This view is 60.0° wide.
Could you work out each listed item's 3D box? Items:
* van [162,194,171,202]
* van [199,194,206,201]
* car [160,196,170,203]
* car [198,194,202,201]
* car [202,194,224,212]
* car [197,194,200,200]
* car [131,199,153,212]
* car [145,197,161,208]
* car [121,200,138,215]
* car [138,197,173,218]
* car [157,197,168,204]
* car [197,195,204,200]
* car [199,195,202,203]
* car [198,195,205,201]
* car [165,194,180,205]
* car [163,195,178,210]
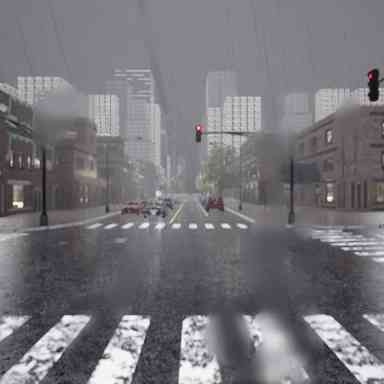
[{"bbox_3d":[-5.854,1.353,77.381,1.690,1.788,3.998,0,0,0],"label":"van"},{"bbox_3d":[2.514,1.360,82.925,1.690,1.788,3.998,0,0,0],"label":"van"},{"bbox_3d":[-5.842,1.530,71.686,1.752,1.417,4.829,0,0,0],"label":"car"},{"bbox_3d":[2.561,1.546,60.824,2.008,1.369,4.403,0,0,0],"label":"car"},{"bbox_3d":[2.609,1.302,38.722,2.192,1.841,5.009,0,0,0],"label":"car"},{"bbox_3d":[2.538,1.587,71.873,1.802,1.307,4.206,0,0,0],"label":"car"},{"bbox_3d":[-5.771,1.553,38.704,1.947,1.339,4.313,0,0,0],"label":"car"},{"bbox_3d":[-5.794,1.515,49.585,1.752,1.417,4.829,0,0,0],"label":"car"},{"bbox_3d":[-5.847,1.531,33.182,1.887,1.381,4.507,0,0,0],"label":"car"},{"bbox_3d":[-3.162,1.477,29.707,2.128,1.511,4.902,0,0,0],"label":"car"},{"bbox_3d":[-5.830,1.582,66.330,1.802,1.307,4.206,0,0,0],"label":"car"},{"bbox_3d":[2.491,1.617,93.975,1.802,1.307,4.206,0,0,0],"label":"car"},{"bbox_3d":[2.574,1.558,55.299,1.947,1.339,4.313,0,0,0],"label":"car"},{"bbox_3d":[2.502,1.552,88.620,1.752,1.417,4.829,0,0,0],"label":"car"},{"bbox_3d":[-3.178,1.487,58.152,2.128,1.511,4.902,0,0,0],"label":"car"},{"bbox_3d":[-3.182,1.493,42.302,1.837,1.490,4.892,0,0,0],"label":"car"}]
